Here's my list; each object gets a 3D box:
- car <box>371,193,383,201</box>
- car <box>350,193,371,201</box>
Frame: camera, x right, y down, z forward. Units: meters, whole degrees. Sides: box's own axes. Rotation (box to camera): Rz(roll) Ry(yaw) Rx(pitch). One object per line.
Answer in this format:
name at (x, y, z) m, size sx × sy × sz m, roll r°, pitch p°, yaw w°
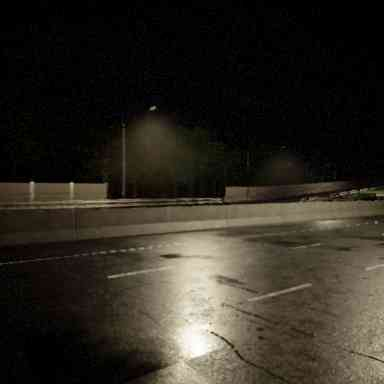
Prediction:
car at (30.050, 1.309, 51.117) m, size 4.553 × 1.767 × 2.097 m, roll 0°, pitch 0°, yaw -35°
car at (27.897, 1.177, 53.869) m, size 5.566 × 2.045 × 2.150 m, roll 0°, pitch 0°, yaw -35°
